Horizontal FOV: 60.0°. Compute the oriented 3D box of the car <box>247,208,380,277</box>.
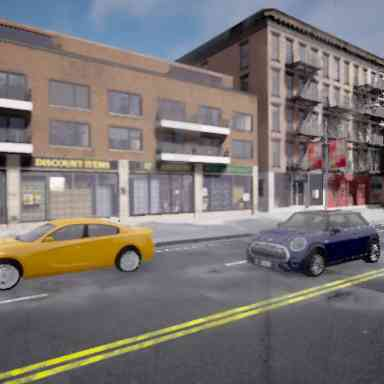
[{"bbox_3d":[3.850,1.363,10.385,4.553,1.767,2.097,0,0,-35],"label":"car"}]

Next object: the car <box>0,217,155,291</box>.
[{"bbox_3d":[-3.446,1.481,9.198,5.008,1.535,1.882,0,0,-35],"label":"car"}]
